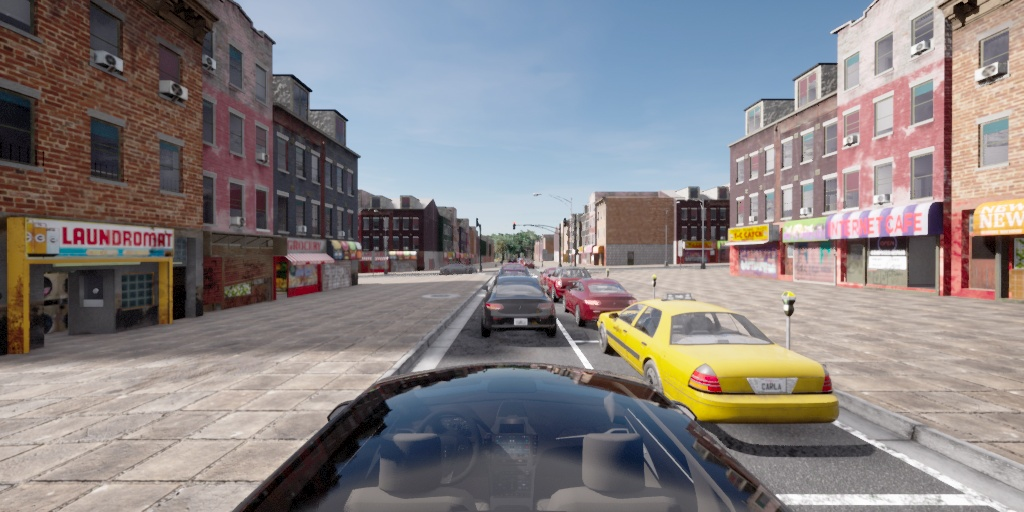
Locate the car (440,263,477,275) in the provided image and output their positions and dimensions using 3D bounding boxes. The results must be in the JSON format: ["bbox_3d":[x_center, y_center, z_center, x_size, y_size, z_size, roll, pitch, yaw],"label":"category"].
[{"bbox_3d":[-5.999,1.497,40.244,4.181,1.385,1.994,-2,0,-8],"label":"car"}]

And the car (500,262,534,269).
[{"bbox_3d":[0.104,1.248,17.579,2.128,1.511,4.902,0,0,0],"label":"car"}]

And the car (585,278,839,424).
[{"bbox_3d":[2.641,1.275,5.943,1.751,1.417,4.829,0,0,0],"label":"car"}]

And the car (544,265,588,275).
[{"bbox_3d":[2.652,1.195,16.706,1.967,1.591,4.097,0,0,0],"label":"car"}]

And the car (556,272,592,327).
[{"bbox_3d":[2.646,1.334,11.240,1.802,1.307,4.207,0,0,0],"label":"car"}]

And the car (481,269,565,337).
[{"bbox_3d":[0.117,1.277,10.163,1.812,1.442,4.674,0,0,-2],"label":"car"}]

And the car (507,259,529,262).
[{"bbox_3d":[0.091,1.248,27.139,1.882,1.535,5.008,0,0,0],"label":"car"}]

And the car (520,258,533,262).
[{"bbox_3d":[2.697,1.316,59.513,1.967,1.591,4.097,0,0,0],"label":"car"}]
